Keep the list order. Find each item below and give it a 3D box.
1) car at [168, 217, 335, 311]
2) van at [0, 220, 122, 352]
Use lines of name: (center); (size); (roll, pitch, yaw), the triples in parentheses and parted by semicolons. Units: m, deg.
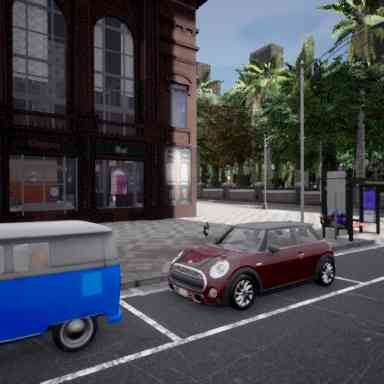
car: (1.445, 1.439, 7.689); (4.097, 1.590, 1.967); (0, 0, -36)
van: (-2.970, 1.341, 4.535); (3.998, 1.788, 1.690); (0, 0, -36)
